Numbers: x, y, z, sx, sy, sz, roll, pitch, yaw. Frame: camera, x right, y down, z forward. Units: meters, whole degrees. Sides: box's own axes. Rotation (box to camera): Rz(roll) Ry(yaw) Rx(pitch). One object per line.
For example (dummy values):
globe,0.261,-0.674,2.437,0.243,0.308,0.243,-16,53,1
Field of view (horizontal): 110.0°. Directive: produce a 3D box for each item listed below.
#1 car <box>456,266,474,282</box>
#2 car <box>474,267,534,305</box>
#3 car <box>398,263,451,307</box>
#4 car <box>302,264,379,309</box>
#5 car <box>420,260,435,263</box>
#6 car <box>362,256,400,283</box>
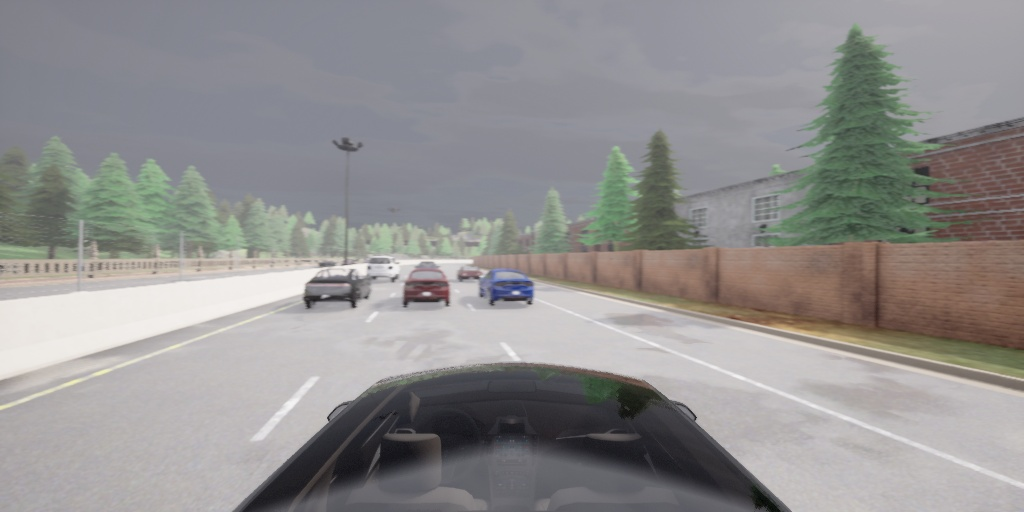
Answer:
car,-3.751,1.527,31.122,1.895,1.301,4.718,1,0,-13
car,-0.399,1.338,16.884,1.882,1.535,5.008,1,0,-13
car,-3.806,1.289,16.087,1.882,1.535,5.008,1,0,-13
car,-7.172,1.254,15.104,2.128,1.511,4.902,1,0,-13
car,-7.149,1.227,30.302,2.097,1.767,4.553,1,-1,-13
car,-10.542,1.044,29.440,2.150,2.045,5.566,1,0,-13
